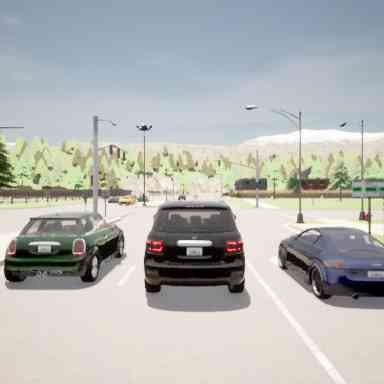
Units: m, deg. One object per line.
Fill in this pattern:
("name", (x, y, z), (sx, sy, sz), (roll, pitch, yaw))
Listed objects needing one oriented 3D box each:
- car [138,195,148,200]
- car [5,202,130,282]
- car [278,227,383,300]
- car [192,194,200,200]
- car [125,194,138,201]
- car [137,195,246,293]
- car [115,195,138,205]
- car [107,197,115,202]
("car", (-10.635, 1.475, 71.486), (1.837, 1.490, 4.892), (0, 0, 1))
("car", (-3.424, 1.349, 9.881), (2.097, 1.767, 4.553), (0, 0, 0))
("car", (3.572, 1.561, 8.444), (1.994, 1.385, 4.181), (0, 0, 0))
("car", (1.060, 1.285, 83.335), (1.882, 1.535, 5.008), (0, 0, 1))
("car", (-14.034, 1.304, 77.702), (2.033, 1.411, 5.357), (0, 0, 1))
("car", (0.069, 1.219, 8.988), (2.150, 2.045, 5.566), (0, 0, 0))
("car", (-10.974, 1.460, 55.860), (1.882, 1.535, 5.008), (0, 0, 1))
("car", (-14.342, 1.544, 62.038), (1.994, 1.385, 4.181), (0, 0, 1))
